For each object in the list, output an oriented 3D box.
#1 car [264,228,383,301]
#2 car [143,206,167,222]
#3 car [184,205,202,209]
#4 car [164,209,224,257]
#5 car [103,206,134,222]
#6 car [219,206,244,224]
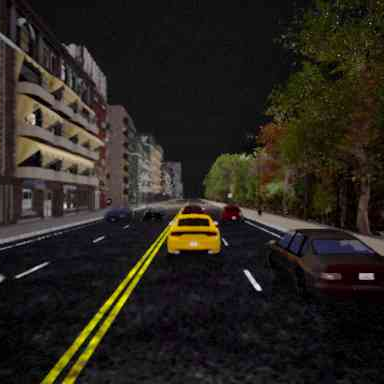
[{"bbox_3d":[3.293,1.665,8.759,2.033,1.411,5.357,0,-1,0],"label":"car"},{"bbox_3d":[-3.358,2.011,30.680,1.895,1.301,4.718,0,-1,0],"label":"car"},{"bbox_3d":[0.073,1.867,29.104,1.882,1.535,5.008,0,-1,0],"label":"car"},{"bbox_3d":[0.078,1.661,13.698,1.882,1.535,5.008,0,-1,0],"label":"car"},{"bbox_3d":[-6.613,1.955,30.522,2.033,1.411,5.357,0,-1,0],"label":"car"},{"bbox_3d":[3.320,1.907,28.488,1.812,1.442,4.674,0,-1,0],"label":"car"}]
